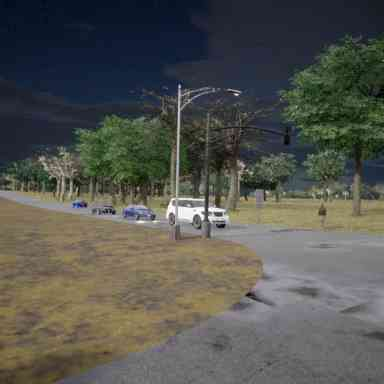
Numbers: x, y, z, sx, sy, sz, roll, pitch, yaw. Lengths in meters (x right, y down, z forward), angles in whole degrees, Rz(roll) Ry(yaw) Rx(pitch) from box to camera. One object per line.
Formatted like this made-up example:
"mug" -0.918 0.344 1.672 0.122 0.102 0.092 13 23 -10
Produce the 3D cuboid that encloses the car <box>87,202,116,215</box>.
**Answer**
"car" -10.770 2.012 40.263 1.994 1.385 4.181 3 -2 -34

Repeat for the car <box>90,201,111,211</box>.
"car" -14.518 2.238 52.542 1.994 1.385 4.181 3 -2 -34

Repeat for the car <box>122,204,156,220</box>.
"car" -5.198 1.883 31.931 1.812 1.442 4.674 3 -2 -34

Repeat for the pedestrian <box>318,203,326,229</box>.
"pedestrian" 9.323 1.717 23.842 0.375 1.860 0.375 1 -1 -34

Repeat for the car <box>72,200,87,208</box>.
"car" -21.106 2.220 62.411 1.882 1.535 5.008 3 -2 -34

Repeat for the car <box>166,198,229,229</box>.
"car" 0.244 1.458 23.765 2.150 2.045 5.566 3 -2 -34
